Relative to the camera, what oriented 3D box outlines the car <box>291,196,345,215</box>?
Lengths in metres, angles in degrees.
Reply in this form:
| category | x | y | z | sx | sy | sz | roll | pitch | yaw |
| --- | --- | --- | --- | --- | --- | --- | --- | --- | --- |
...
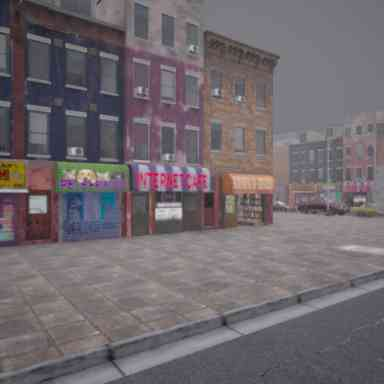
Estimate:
| category | x | y | z | sx | sy | sz | roll | pitch | yaw |
| --- | --- | --- | --- | --- | --- | --- | --- | --- | --- |
| car | 12.973 | 1.374 | 33.409 | 2.192 | 1.841 | 5.009 | 0 | 0 | -35 |

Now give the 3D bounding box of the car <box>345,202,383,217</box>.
| category | x | y | z | sx | sy | sz | roll | pitch | yaw |
| --- | --- | --- | --- | --- | --- | --- | --- | --- | --- |
| car | 16.236 | 1.570 | 28.831 | 1.752 | 1.417 | 4.829 | 0 | 0 | -35 |

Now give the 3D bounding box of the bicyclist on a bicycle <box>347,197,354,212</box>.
| category | x | y | z | sx | sy | sz | roll | pitch | yaw |
| --- | --- | --- | --- | --- | --- | --- | --- | --- | --- |
| bicyclist on a bicycle | 17.529 | 1.370 | 36.746 | 1.656 | 1.620 | 0.582 | 0 | 0 | -35 |

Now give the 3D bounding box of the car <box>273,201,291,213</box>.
| category | x | y | z | sx | sy | sz | roll | pitch | yaw |
| --- | --- | --- | --- | --- | --- | --- | --- | --- | --- |
| car | 9.809 | 1.655 | 37.849 | 1.802 | 1.307 | 4.206 | 0 | 0 | -35 |
